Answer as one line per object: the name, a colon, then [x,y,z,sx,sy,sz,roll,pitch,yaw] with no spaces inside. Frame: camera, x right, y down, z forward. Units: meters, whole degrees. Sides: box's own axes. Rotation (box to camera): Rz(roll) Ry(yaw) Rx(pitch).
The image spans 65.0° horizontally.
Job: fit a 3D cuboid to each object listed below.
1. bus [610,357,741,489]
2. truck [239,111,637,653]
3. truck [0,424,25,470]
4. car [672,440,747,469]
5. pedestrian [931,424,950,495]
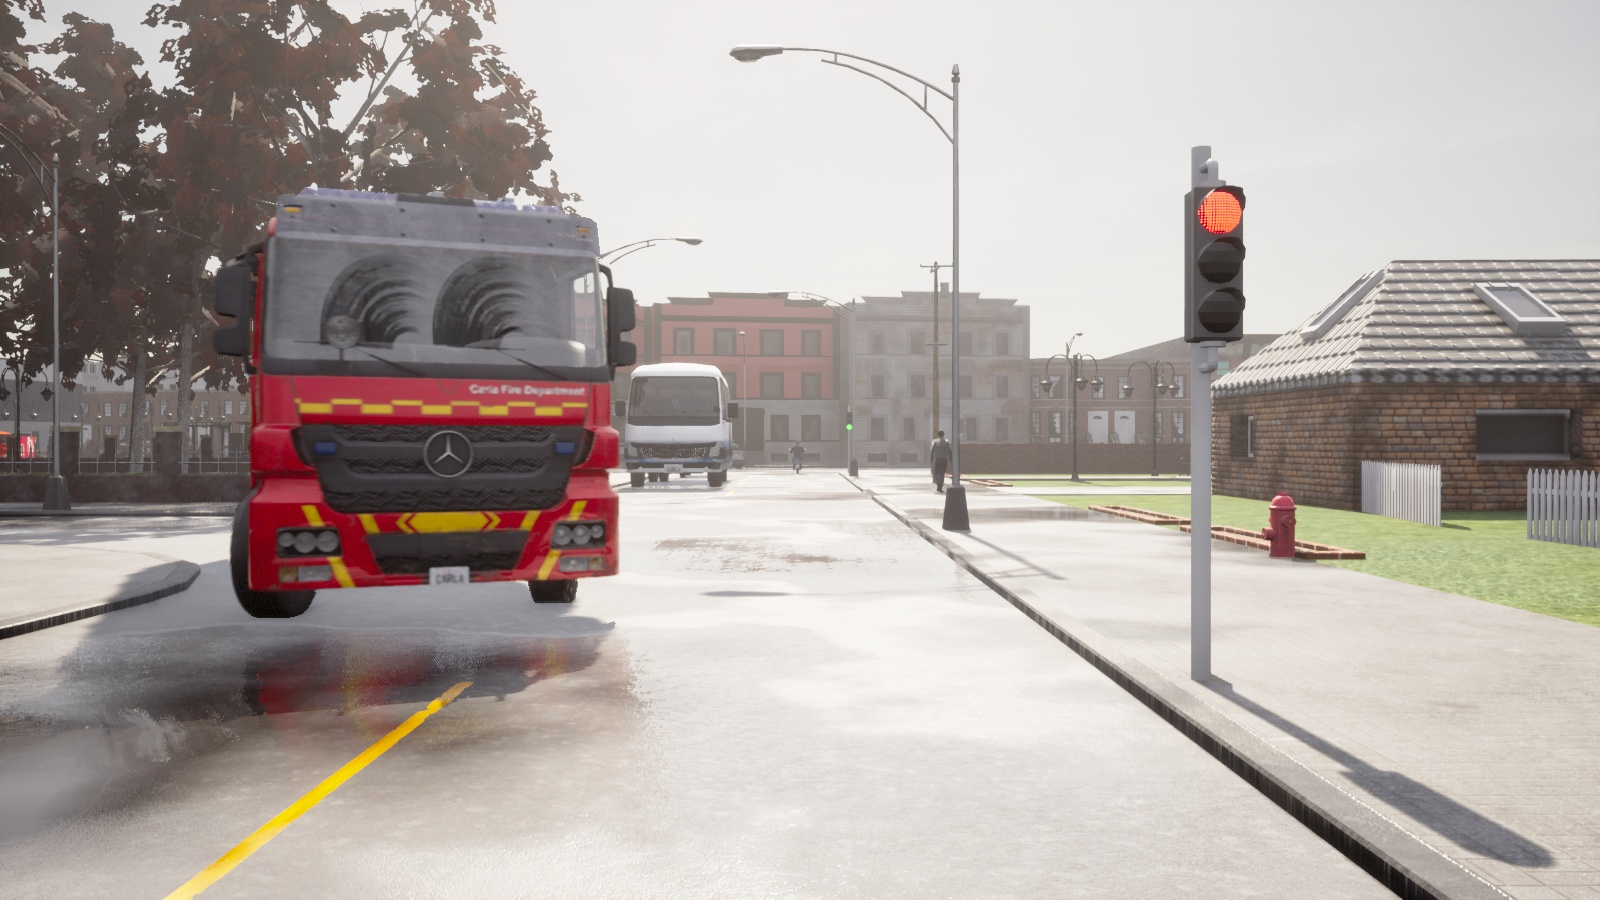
bus: [-4.227,-0.889,45.382,3.944,4.253,10.273,0,0,-1]
truck: [-4.300,-0.497,13.328,2.891,3.827,8.468,0,0,-23]
truck: [-45.834,-0.164,68.737,5.204,2.467,2.627,0,0,0]
car: [-5.174,0.237,71.481,3.988,1.617,1.851,0,0,36]
pedestrian: [3.928,0.259,35.066,0.423,1.949,0.788,0,0,-1]
